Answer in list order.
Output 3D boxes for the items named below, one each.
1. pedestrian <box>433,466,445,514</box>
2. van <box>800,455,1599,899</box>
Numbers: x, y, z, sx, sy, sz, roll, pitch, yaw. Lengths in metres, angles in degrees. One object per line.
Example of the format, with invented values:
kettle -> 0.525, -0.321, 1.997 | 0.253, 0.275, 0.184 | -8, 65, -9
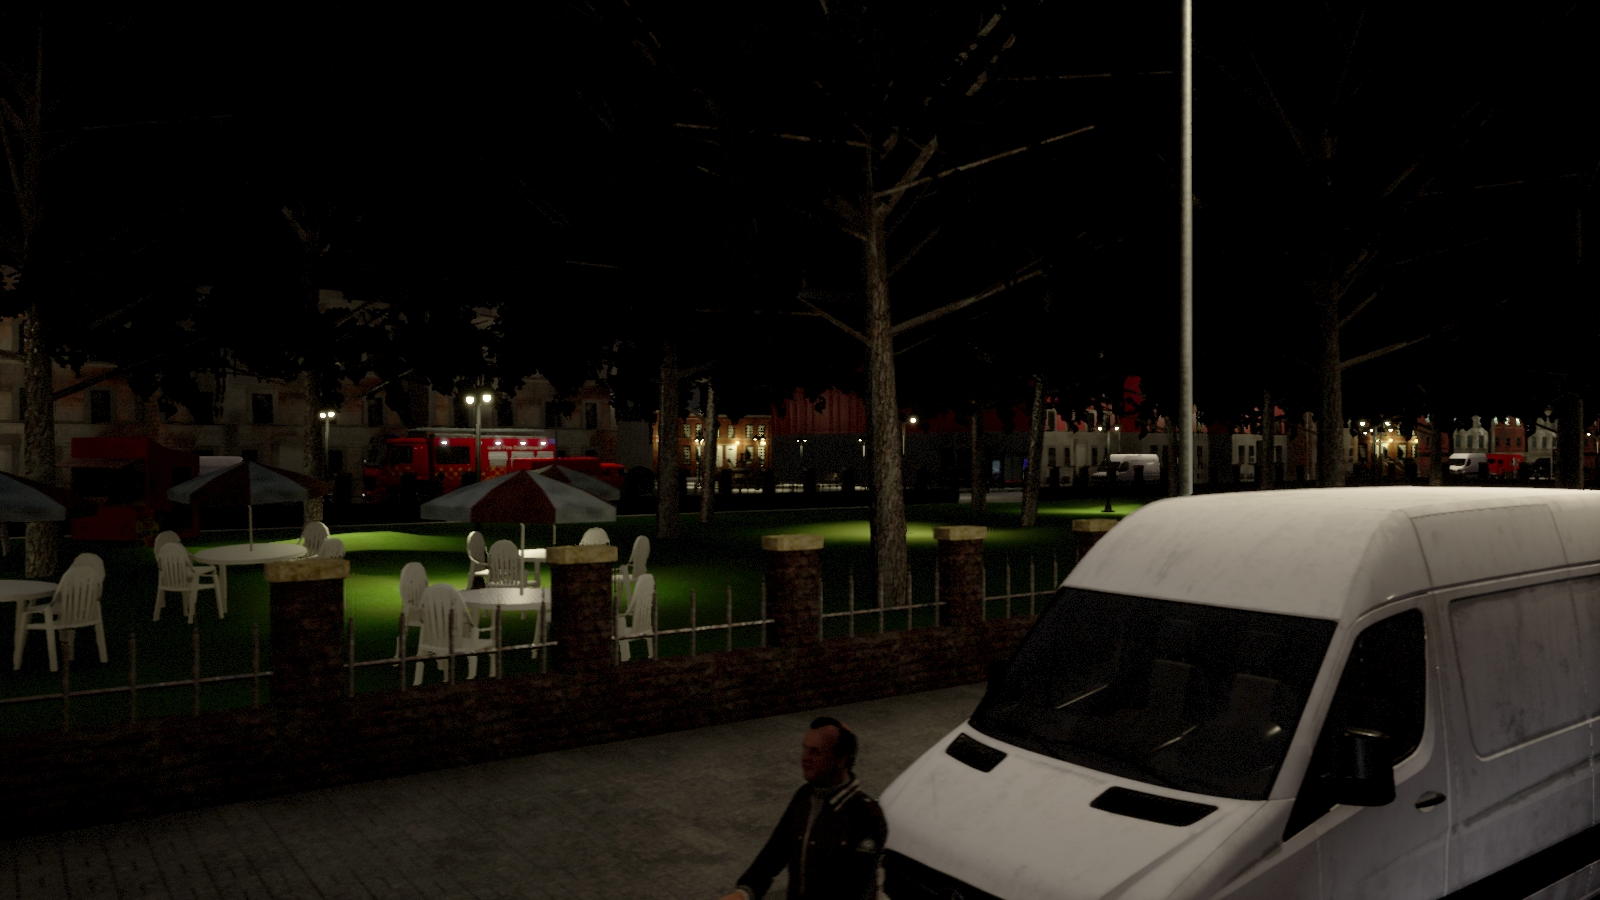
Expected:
pedestrian -> -13.989, 1.535, 44.293 | 0.375, 1.860, 0.375 | 0, 0, -29
van -> 2.987, 1.319, 6.522 | 5.915, 2.561, 1.988 | 0, 0, -35
